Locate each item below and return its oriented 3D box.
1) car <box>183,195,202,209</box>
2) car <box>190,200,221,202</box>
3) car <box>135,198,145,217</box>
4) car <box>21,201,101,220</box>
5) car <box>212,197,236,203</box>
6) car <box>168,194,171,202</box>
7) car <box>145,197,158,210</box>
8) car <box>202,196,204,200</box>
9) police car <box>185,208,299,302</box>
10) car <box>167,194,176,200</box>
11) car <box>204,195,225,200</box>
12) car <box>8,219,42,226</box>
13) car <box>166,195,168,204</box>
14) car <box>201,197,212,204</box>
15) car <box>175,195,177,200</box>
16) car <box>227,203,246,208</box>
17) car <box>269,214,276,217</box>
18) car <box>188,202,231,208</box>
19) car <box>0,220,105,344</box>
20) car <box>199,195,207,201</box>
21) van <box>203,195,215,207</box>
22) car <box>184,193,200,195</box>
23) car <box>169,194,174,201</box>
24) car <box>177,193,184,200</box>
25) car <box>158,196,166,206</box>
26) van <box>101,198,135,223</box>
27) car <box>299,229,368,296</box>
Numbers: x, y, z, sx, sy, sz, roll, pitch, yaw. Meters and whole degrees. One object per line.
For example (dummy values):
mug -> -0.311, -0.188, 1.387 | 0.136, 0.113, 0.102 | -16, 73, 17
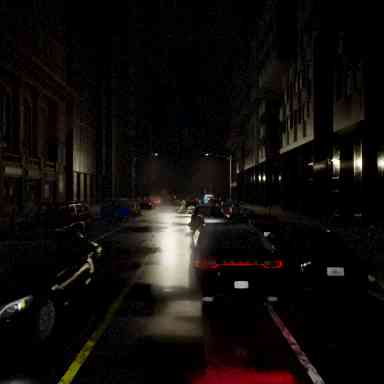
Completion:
car -> 0.026, 1.523, 46.205 | 1.837, 1.490, 4.892 | 0, 0, 0
car -> 0.897, 1.531, 24.329 | 1.812, 1.442, 4.674 | 0, 0, 0
car -> -5.764, 1.534, 30.701 | 1.752, 1.417, 4.829 | 0, 0, 0
car -> -5.761, 1.317, 14.067 | 2.192, 1.841, 5.009 | 0, 0, 0
car -> 2.762, 1.446, 25.285 | 1.967, 1.590, 4.097 | 0, 0, 0
car -> -5.768, 1.598, 64.482 | 1.947, 1.339, 4.313 | 0, 0, 0
car -> -5.765, 1.456, 42.075 | 1.967, 1.590, 4.097 | 0, 0, 0
car -> 2.759, 1.545, 47.863 | 1.752, 1.417, 4.829 | 0, 0, 0
police car -> 0.858, 1.426, 8.436 | 1.930, 1.638, 5.238 | 0, 0, 0
car -> -5.770, 1.373, 92.491 | 2.192, 1.841, 5.009 | 0, 0, 0
car -> 2.761, 1.327, 36.489 | 2.192, 1.841, 5.009 | 0, 0, 0
car -> -5.761, 1.582, 8.464 | 1.802, 1.307, 4.206 | 0, 0, 0
car -> -5.767, 1.610, 58.880 | 1.802, 1.307, 4.206 | 0, 0, 0
car -> 2.757, 1.614, 64.499 | 1.802, 1.307, 4.206 | 0, 0, 0
car -> -5.770, 1.597, 86.889 | 1.887, 1.381, 4.507 | 0, 0, 0
car -> 2.762, 1.554, 19.682 | 2.008, 1.369, 4.403 | 0, 0, 0
car -> 2.763, 1.568, 14.080 | 1.947, 1.339, 4.313 | 0, 0, 0
car -> 0.838, 1.508, 18.329 | 1.837, 1.490, 4.892 | 0, 0, 0
car -> -3.088, 1.526, 6.555 | 1.812, 1.442, 4.674 | 0, 0, 0
car -> 2.755, 1.597, 86.907 | 1.887, 1.381, 4.507 | 0, 0, 0
van -> 2.759, 1.365, 53.295 | 1.690, 1.788, 3.998 | 0, 0, 0
car -> -0.008, 1.254, 65.227 | 2.150, 2.045, 5.566 | 0, 0, 0
car -> -5.769, 1.592, 75.685 | 2.008, 1.369, 4.403 | 0, 0, 0
car -> -3.011, 1.409, 91.983 | 2.097, 1.767, 4.553 | 0, 0, 0
car -> -5.766, 1.464, 53.279 | 1.967, 1.590, 4.097 | 0, 0, 0
van -> -5.762, 1.347, 25.269 | 1.690, 1.788, 3.998 | 0, 0, 0
car -> 2.764, 1.566, 8.479 | 1.947, 1.339, 4.313 | 0, 0, 0
